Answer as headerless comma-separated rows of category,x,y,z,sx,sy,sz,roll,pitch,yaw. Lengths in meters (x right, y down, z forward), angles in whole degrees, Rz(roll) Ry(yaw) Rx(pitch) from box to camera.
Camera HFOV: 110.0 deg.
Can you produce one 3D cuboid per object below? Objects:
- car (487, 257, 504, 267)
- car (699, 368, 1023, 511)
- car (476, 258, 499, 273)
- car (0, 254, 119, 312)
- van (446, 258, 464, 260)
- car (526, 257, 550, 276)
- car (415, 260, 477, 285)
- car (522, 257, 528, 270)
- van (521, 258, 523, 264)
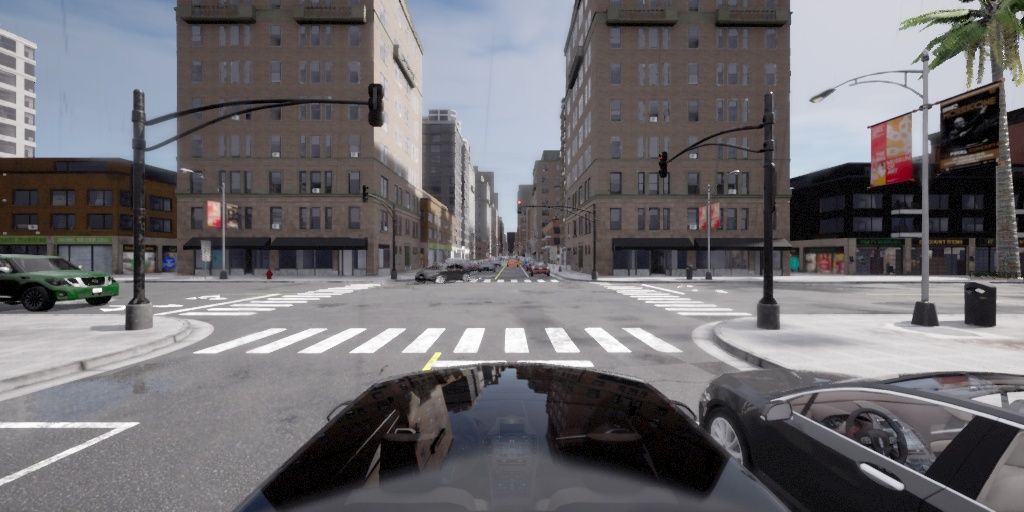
car,-2.922,1.300,64.212,2.033,1.411,5.357,0,0,1
car,2.668,1.300,1.793,2.007,1.370,4.403,0,0,0
car,-3.008,1.317,43.627,1.994,1.385,4.181,0,0,0
car,-18.522,0.949,13.607,5.566,2.045,2.150,0,0,0
van,-5.785,1.093,36.461,1.690,1.789,3.998,0,0,0
car,2.741,1.192,36.442,1.967,1.591,4.097,0,0,0
car,-4.998,1.257,26.654,1.837,1.490,4.892,2,1,30
car,2.768,1.193,47.781,1.967,1.591,4.097,0,0,0
van,2.795,1.094,59.119,1.690,1.789,3.998,0,0,0
